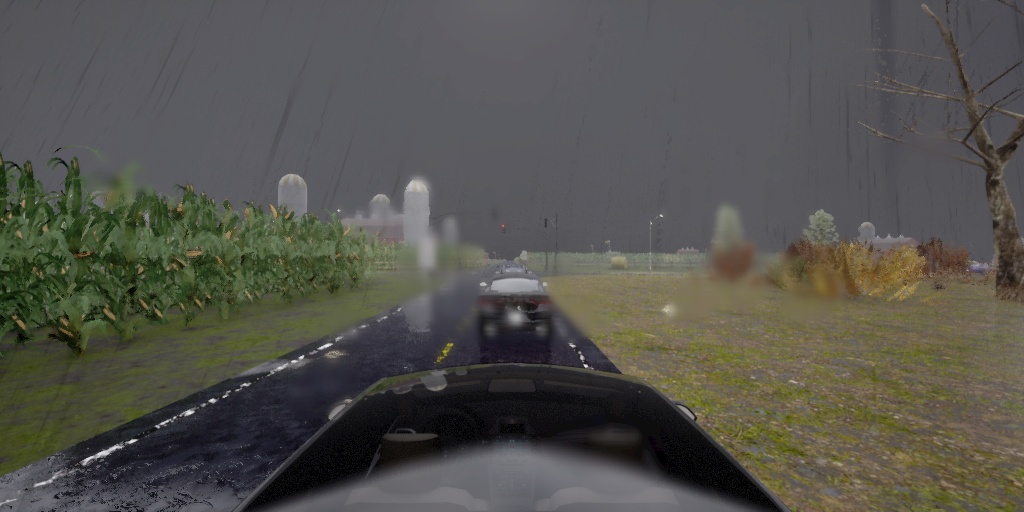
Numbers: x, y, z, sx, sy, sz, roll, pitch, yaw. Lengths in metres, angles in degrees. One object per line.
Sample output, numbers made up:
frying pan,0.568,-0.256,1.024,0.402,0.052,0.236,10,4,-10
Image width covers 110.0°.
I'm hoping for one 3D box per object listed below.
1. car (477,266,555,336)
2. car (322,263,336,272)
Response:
car,0.099,1.233,10.491,1.882,1.535,5.008,0,0,0
car,-21.308,1.047,38.935,5.008,1.535,1.882,1,-1,-3
